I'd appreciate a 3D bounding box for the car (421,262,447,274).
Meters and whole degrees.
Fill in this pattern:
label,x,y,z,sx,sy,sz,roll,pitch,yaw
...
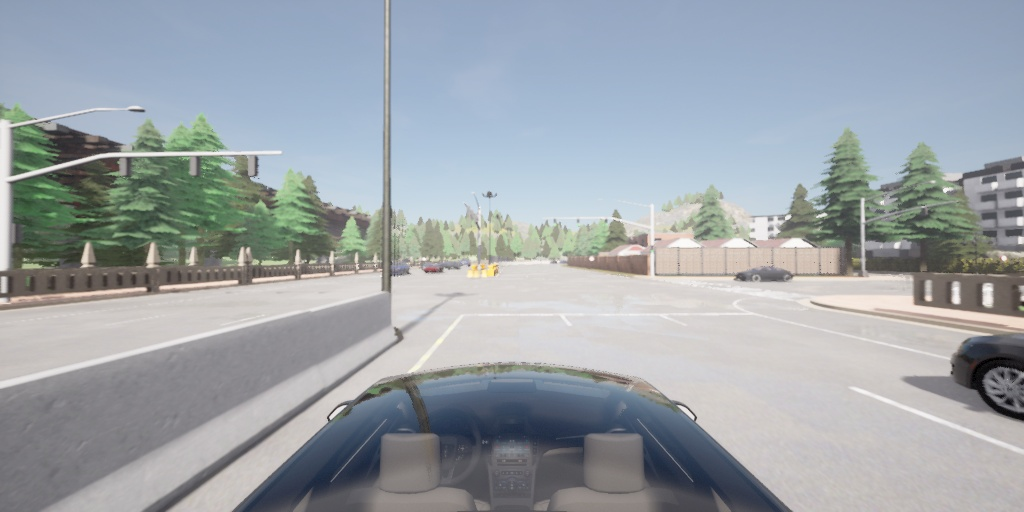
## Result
label,x,y,z,sx,sy,sz,roll,pitch,yaw
car,-10.600,1.766,48.627,1.895,1.301,4.718,0,0,0

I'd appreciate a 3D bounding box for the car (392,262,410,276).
label,x,y,z,sx,sy,sz,roll,pitch,yaw
car,-14.001,1.476,43.724,2.097,1.767,4.553,0,-1,0

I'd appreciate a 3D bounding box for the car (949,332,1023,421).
label,x,y,z,sx,sy,sz,roll,pitch,yaw
car,7.098,1.269,2.981,1.837,1.490,4.892,0,0,0

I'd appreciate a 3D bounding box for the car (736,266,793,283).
label,x,y,z,sx,sy,sz,roll,pitch,yaw
car,22.086,1.580,31.463,4.181,1.385,1.994,0,0,2
